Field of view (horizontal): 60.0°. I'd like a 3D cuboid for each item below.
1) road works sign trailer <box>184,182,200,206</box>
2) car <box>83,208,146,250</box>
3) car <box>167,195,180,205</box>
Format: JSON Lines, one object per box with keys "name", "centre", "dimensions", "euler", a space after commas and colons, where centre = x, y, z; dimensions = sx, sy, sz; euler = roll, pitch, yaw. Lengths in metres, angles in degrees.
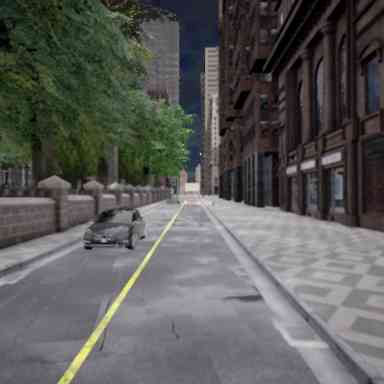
{"name": "road works sign trailer", "centre": [0.009, 0.332, 50.319], "dimensions": [2.380, 3.560, 2.880], "euler": [0, 0, 0]}
{"name": "car", "centre": [-3.098, 1.463, 14.111], "dimensions": [1.837, 1.490, 4.892], "euler": [0, 0, 0]}
{"name": "car", "centre": [-3.050, 1.211, 55.513], "dimensions": [2.097, 1.767, 4.553], "euler": [0, 0, 0]}
